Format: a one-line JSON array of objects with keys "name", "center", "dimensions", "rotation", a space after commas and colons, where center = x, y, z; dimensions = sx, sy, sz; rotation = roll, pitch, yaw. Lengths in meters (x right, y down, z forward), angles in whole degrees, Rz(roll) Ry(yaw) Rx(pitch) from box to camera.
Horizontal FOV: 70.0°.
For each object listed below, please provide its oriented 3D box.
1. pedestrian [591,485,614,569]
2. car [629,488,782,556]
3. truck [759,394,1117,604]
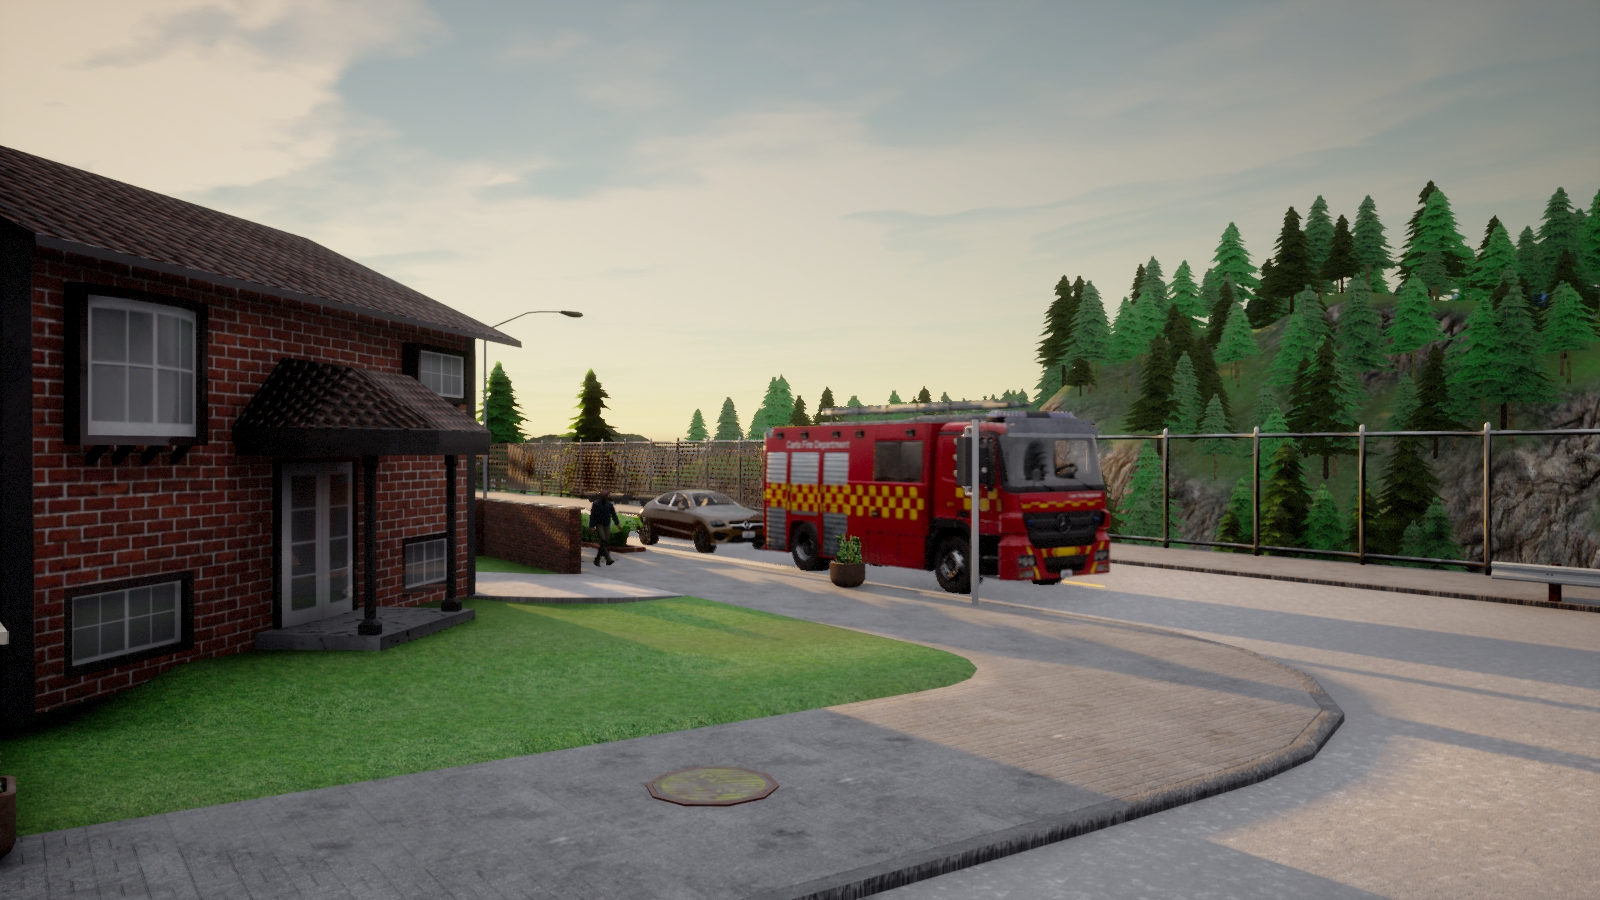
[{"name": "pedestrian", "center": [-4.499, 1.745, 26.018], "dimensions": [0.375, 1.860, 0.375], "rotation": [0, 0, -35]}, {"name": "car", "center": [-2.824, 1.992, 32.874], "dimensions": [2.152, 1.651, 5.027], "rotation": [0, 0, -35]}, {"name": "truck", "center": [2.617, 0.891, 25.085], "dimensions": [2.891, 3.827, 8.468], "rotation": [0, 0, -35]}]
